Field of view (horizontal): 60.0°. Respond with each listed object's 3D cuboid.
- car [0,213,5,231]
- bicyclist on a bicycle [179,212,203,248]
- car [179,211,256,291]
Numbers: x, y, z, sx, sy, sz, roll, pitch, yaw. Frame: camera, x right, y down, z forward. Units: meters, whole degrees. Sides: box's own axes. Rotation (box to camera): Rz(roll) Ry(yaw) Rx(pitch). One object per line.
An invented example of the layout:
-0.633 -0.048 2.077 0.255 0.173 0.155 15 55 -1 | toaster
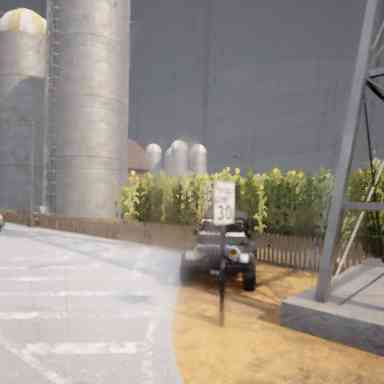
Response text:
-13.228 1.626 19.276 1.851 1.617 3.988 0 -1 41 | car
0.216 1.711 14.543 1.656 1.620 0.582 13 -17 -24 | bicyclist on a bicycle
0.902 1.551 9.806 1.905 1.878 3.866 1 -1 11 | car
